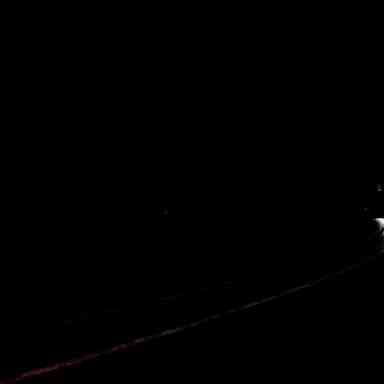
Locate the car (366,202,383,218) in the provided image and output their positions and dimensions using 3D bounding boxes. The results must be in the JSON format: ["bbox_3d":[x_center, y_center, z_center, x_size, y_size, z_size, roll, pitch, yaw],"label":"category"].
[{"bbox_3d":[20.704,1.981,35.757,1.837,1.490,4.892,-3,-2,15],"label":"car"}]

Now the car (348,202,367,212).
[{"bbox_3d":[26.388,2.352,52.236,1.837,1.490,4.892,-4,-3,-2],"label":"car"}]
